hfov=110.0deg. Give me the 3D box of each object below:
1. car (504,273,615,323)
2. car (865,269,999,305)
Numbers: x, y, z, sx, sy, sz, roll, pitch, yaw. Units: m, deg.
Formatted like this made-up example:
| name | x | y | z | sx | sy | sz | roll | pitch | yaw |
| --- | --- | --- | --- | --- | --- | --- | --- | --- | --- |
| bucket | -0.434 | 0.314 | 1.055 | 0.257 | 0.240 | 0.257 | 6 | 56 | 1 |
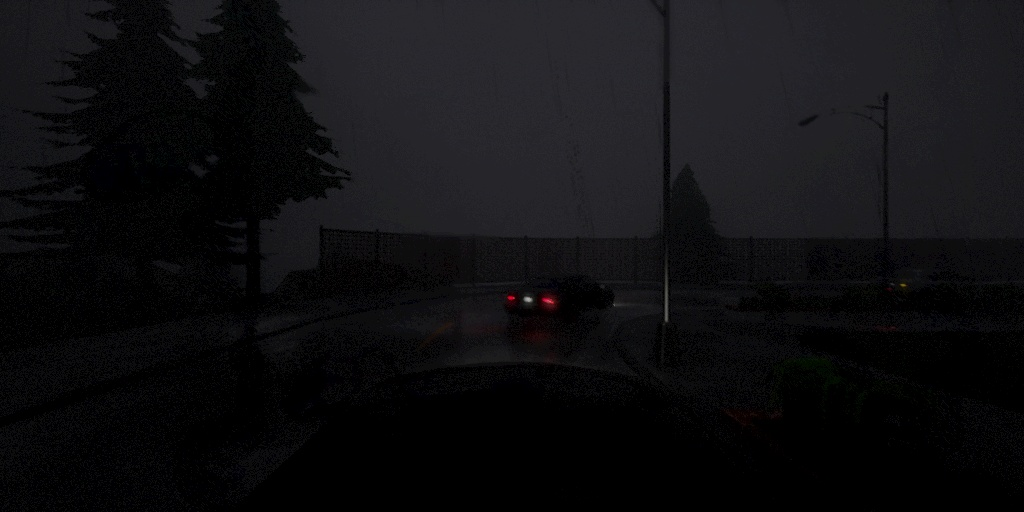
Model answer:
| name | x | y | z | sx | sy | sz | roll | pitch | yaw |
| --- | --- | --- | --- | --- | --- | --- | --- | --- | --- |
| car | 1.853 | 1.296 | 12.297 | 2.033 | 1.411 | 5.357 | 0 | 0 | 33 |
| car | 17.545 | 1.271 | 14.947 | 4.674 | 1.442 | 1.812 | 0 | 0 | 0 |
